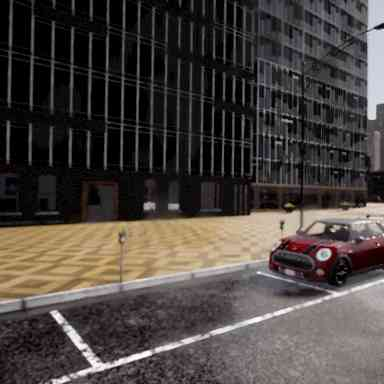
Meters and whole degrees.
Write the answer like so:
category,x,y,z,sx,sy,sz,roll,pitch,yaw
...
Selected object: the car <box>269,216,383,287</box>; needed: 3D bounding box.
category,x,y,z,sx,sy,sz,roll,pitch,yaw
car,4.076,1.493,9.456,4.097,1.590,1.967,0,1,-35
